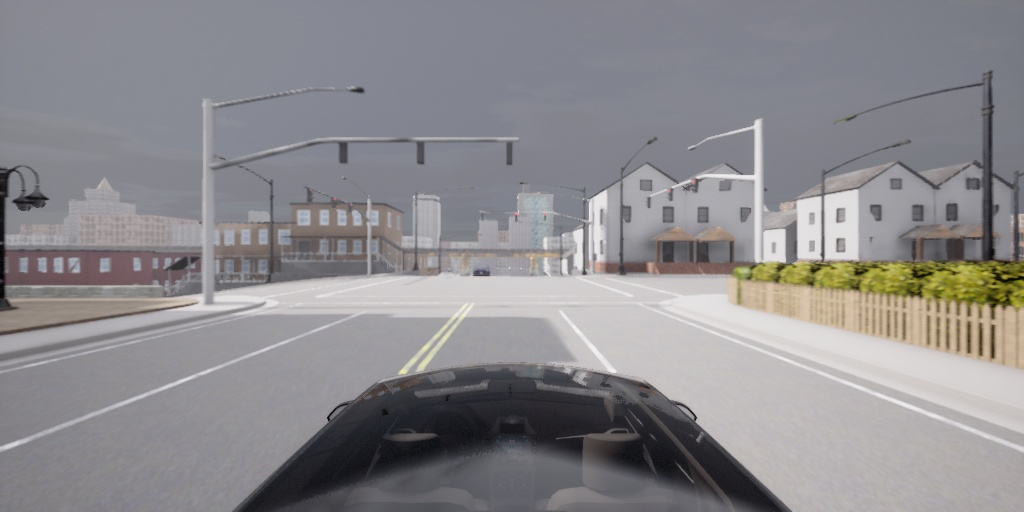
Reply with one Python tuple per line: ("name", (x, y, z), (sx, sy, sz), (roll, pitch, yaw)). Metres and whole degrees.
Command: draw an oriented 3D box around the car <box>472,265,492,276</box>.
("car", (-3.126, 1.638, 37.941), (2.033, 1.411, 5.357), (0, -8, -2))
